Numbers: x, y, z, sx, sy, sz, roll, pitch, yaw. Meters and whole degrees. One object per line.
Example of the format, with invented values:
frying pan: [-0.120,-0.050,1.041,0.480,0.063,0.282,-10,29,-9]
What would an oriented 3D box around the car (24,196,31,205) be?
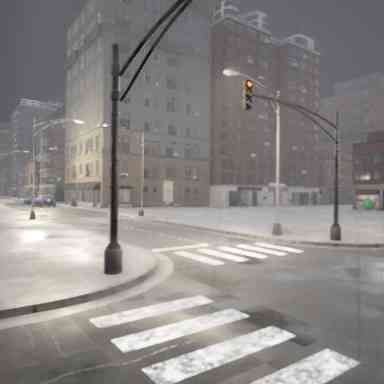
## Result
car: [-26.681,1.409,55.417,1.994,1.385,4.181,1,0,-36]

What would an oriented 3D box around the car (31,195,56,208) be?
car: [-20.887,1.241,47.303,2.097,1.767,4.553,1,0,-36]
